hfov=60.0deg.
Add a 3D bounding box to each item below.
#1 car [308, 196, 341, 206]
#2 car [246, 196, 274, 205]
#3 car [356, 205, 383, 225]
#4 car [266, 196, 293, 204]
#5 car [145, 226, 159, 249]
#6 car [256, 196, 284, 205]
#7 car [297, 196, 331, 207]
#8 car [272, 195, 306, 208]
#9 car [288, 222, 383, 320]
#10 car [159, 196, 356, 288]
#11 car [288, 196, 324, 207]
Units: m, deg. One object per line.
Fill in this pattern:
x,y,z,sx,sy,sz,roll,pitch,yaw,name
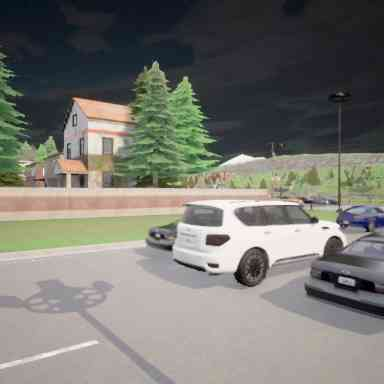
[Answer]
22.355,1.477,56.454,1.882,1.535,5.008,0,0,-36,car
11.979,1.505,58.866,1.837,1.490,4.892,0,0,-36,car
10.422,1.526,19.765,4.674,1.442,1.812,0,0,-35,car
16.826,1.491,64.175,2.128,1.511,4.902,0,0,-35,car
0.851,1.548,12.948,5.357,1.411,2.033,0,0,-36,car
14.363,1.477,61.567,1.882,1.535,5.008,0,0,-36,car
19.785,1.491,54.027,2.128,1.511,4.902,0,0,-36,car
14.383,1.352,49.545,2.097,1.767,4.553,0,0,-36,car
4.643,1.548,7.060,5.357,1.411,2.033,0,0,-36,car
2.092,1.223,9.539,5.566,2.045,2.150,0,0,-36,car
17.474,1.478,51.243,1.882,1.535,5.008,0,0,-36,car
